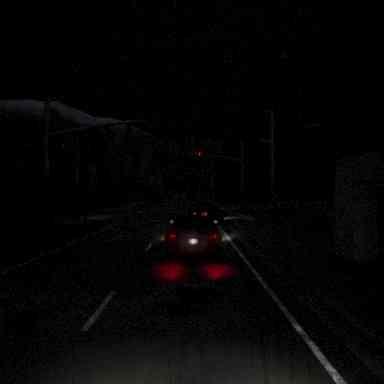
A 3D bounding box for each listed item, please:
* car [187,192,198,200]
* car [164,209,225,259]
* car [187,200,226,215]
[{"bbox_3d":[0.013,0.947,72.178,2.150,2.045,5.566,0,0,0],"label":"car"},{"bbox_3d":[0.063,1.546,12.561,1.994,1.385,4.181,0,0,1],"label":"car"},{"bbox_3d":[1.085,1.516,25.011,2.033,1.411,5.357,0,0,19],"label":"car"}]
